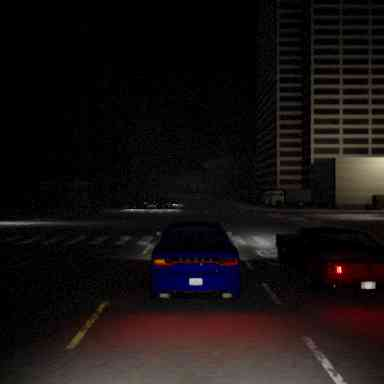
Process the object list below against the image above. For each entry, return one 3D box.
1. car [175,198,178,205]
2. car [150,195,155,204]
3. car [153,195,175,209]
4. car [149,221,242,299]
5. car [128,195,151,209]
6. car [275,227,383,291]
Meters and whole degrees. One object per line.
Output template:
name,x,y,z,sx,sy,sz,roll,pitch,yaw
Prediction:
car,-3.561,1.527,59.259,1.994,1.385,4.181,0,0,0
car,-7.073,1.314,57.613,2.097,1.767,4.553,0,0,0
car,-3.587,1.476,43.732,1.837,1.490,4.892,0,0,0
car,0.066,1.472,8.502,1.882,1.535,5.008,0,0,0
car,-7.089,1.519,44.085,2.033,1.411,5.357,0,0,0
car,3.606,1.595,8.924,1.895,1.301,4.718,0,0,1
